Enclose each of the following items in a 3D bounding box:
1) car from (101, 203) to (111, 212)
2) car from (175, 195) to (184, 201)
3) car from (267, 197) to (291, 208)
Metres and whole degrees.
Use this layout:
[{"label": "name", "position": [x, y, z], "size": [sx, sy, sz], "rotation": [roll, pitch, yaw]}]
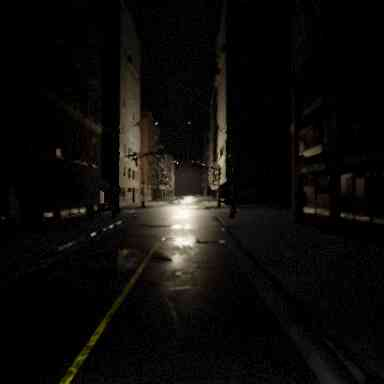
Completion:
[{"label": "car", "position": [-11.741, 1.577, 37.865], "size": [5.008, 1.535, 1.882], "rotation": [1, 0, 0]}, {"label": "car", "position": [-2.967, 1.372, 79.013], "size": [1.812, 1.442, 4.674], "rotation": [0, 0, 0]}, {"label": "car", "position": [12.156, 1.386, 43.534], "size": [4.507, 1.381, 1.887], "rotation": [-1, 0, 0]}]
